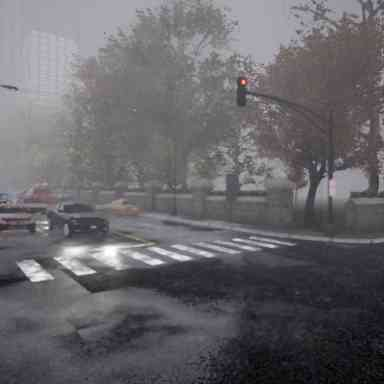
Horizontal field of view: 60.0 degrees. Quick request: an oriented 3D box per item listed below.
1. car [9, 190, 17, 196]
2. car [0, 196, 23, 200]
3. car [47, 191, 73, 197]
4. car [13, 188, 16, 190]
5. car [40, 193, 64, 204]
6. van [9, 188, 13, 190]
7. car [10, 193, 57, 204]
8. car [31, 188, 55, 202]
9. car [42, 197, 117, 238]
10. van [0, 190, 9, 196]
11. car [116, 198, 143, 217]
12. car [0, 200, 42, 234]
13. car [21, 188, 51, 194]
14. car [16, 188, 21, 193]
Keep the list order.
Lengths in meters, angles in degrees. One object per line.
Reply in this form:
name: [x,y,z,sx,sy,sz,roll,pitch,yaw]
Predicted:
car: [-23.093,0.753,40.423,2.033,1.411,5.357,0,1,-35]
car: [-12.185,1.163,20.954,1.802,1.307,4.206,2,0,-36]
car: [-15.171,0.889,39.314,2.008,1.369,4.403,2,0,-36]
car: [-31.452,0.406,61.706,2.008,1.369,4.403,2,0,-36]
car: [-18.429,0.807,43.793,1.947,1.339,4.313,2,0,-36]
van: [-37.958,0.005,70.664,1.690,1.788,3.998,2,0,-36]
car: [-12.253,1.079,25.432,2.033,1.411,5.357,0,1,-36]
car: [-21.677,0.459,48.272,2.192,1.841,5.009,2,0,-36]
car: [-5.704,1.207,16.427,1.882,1.535,5.008,0,1,-36]
van: [-15.434,0.823,25.434,1.690,1.788,3.998,2,0,-36]
car: [-5.503,1.154,26.016,1.752,1.417,4.829,2,0,-36]
car: [-8.929,1.261,16.477,1.802,1.307,4.206,2,0,-36]
car: [-17.997,0.522,38.776,2.150,2.045,5.566,0,1,-36]
car: [-28.189,0.266,57.228,2.192,1.841,5.009,2,0,-36]
